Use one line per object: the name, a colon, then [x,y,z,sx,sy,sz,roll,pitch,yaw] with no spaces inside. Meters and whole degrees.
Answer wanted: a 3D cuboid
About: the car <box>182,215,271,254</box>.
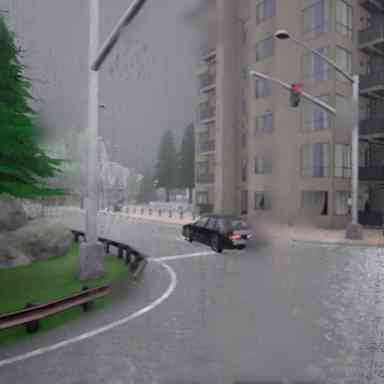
car: [1.250,1.687,14.407,2.033,1.411,5.357,1,0,-21]
